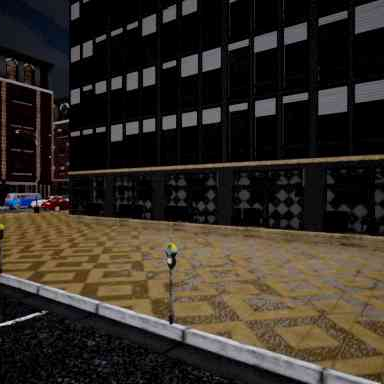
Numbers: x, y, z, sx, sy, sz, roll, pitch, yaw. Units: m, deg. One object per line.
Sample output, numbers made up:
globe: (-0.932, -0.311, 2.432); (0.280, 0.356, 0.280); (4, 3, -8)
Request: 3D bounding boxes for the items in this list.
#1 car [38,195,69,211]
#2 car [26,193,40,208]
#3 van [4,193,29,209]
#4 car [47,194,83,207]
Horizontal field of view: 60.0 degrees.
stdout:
car: (-13.557, 1.269, 35.117); (1.887, 1.381, 4.507); (1, 1, 35)
car: (-16.828, 1.213, 39.914); (1.812, 1.442, 4.674); (0, 1, 35)
van: (-20.036, 1.050, 39.598); (1.690, 1.788, 3.998); (1, 1, 35)
car: (-16.802, 1.079, 44.240); (1.967, 1.590, 4.097); (1, 1, 35)
